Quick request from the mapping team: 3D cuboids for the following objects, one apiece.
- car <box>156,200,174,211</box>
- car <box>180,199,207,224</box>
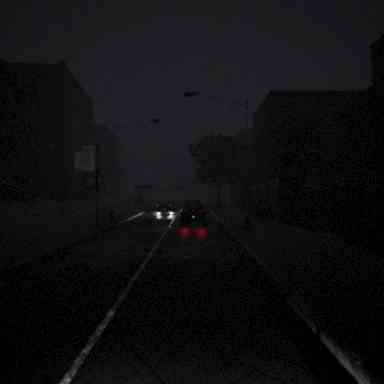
[{"bbox_3d":[-3.194,1.602,40.035,1.895,1.301,4.718,0,0,0],"label":"car"},{"bbox_3d":[0.098,1.508,25.333,2.128,1.511,4.902,0,0,0],"label":"car"}]
